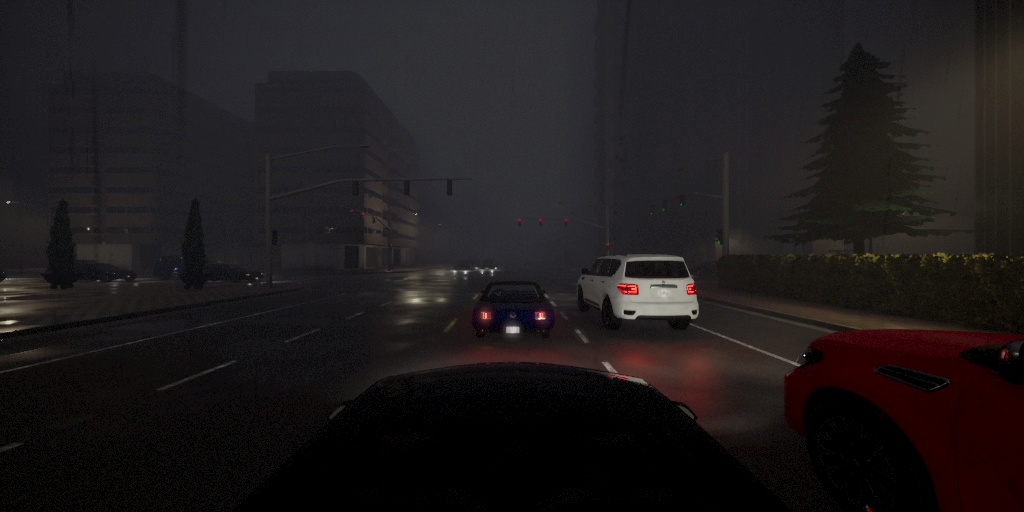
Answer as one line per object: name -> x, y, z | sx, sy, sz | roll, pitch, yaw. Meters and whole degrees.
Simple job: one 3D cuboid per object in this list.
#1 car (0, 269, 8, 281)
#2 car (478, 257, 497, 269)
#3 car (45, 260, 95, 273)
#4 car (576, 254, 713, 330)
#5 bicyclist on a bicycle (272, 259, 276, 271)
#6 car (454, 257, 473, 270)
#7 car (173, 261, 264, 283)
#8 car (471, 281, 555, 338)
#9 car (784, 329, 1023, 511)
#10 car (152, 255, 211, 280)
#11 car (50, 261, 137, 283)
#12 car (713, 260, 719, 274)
car -> -41.843, 1.276, 27.466 | 4.674, 1.442, 1.812 | 0, 0, 1
car -> -3.675, 1.255, 55.476 | 1.837, 1.490, 4.892 | 0, 0, 0
car -> -36.971, 1.102, 30.927 | 4.553, 1.767, 2.097 | 0, 0, 1
car -> 3.575, 0.971, 11.300 | 2.150, 2.045, 5.566 | 0, 0, -2
bicyclist on a bicycle -> -28.697, 1.051, 42.836 | 0.582, 1.620, 1.656 | 0, 0, 0
car -> -7.155, 1.276, 51.563 | 1.812, 1.442, 4.674 | 0, 0, 0
car -> -22.005, 1.297, 27.271 | 5.357, 1.411, 2.033 | 0, 0, 1
car -> 0.044, 1.351, 10.171 | 1.895, 1.301, 4.718 | 0, 0, 0
car -> 3.601, 0.971, 0.938 | 2.150, 2.045, 5.566 | 0, 0, 0
car -> -27.502, 0.972, 30.842 | 5.566, 2.045, 2.150 | 0, 0, 0
car -> -31.590, 1.276, 27.379 | 4.674, 1.442, 1.812 | 0, 0, 1
car -> 20.822, 1.228, 37.631 | 5.008, 1.535, 1.882 | 0, 0, 1
